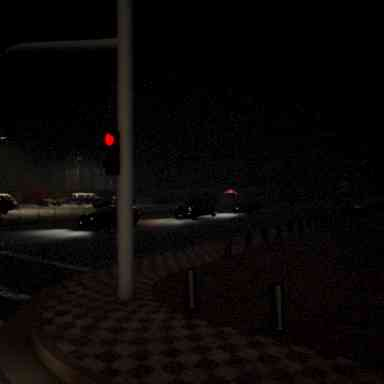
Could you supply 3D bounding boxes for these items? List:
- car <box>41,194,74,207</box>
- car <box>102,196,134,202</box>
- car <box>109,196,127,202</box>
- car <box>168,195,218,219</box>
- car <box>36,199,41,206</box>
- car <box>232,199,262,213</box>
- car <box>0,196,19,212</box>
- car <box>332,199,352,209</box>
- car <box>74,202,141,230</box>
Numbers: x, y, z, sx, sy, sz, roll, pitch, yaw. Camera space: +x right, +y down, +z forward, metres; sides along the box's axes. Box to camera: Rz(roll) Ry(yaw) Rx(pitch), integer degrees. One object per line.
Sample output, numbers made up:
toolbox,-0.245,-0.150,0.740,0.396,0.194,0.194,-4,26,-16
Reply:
car,-25.466,1.364,62.999,1.932,1.855,4.605,0,0,36
car,-11.774,1.557,53.095,1.970,1.475,3.806,0,0,36
car,-17.467,1.608,78.870,1.970,1.475,3.806,0,0,36
car,0.319,1.449,30.414,2.097,1.767,4.553,0,0,36
car,-27.765,1.583,64.761,1.784,1.438,3.905,0,0,36
car,6.448,1.585,38.831,2.128,1.511,4.902,0,0,36
car,-25.346,1.580,44.312,1.970,1.475,3.806,0,0,36
car,21.329,1.666,47.096,1.895,1.301,4.718,0,0,36
car,-5.486,1.627,22.388,1.812,1.442,4.674,0,0,36
